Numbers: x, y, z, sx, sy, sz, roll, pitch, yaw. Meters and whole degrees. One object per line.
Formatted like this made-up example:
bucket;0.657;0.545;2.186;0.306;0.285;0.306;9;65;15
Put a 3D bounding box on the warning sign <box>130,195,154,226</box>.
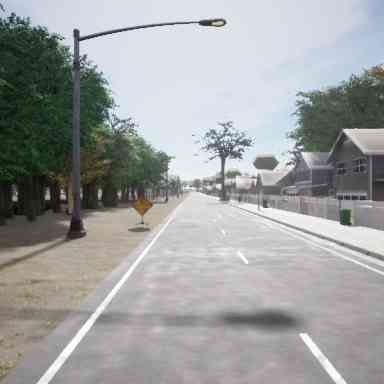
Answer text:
warning sign;-3.056;1.107;20.515;1.300;1.860;1.060;0;0;0
